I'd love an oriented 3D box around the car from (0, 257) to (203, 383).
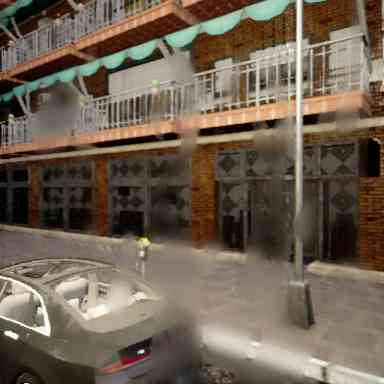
[{"bbox_3d":[-1.934,1.539,4.257,4.403,1.369,2.008,0,0,36],"label":"car"}]
